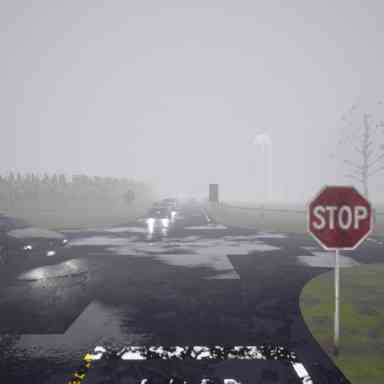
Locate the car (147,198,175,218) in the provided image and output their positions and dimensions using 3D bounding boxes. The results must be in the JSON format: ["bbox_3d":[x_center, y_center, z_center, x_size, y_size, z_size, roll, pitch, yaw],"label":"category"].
[{"bbox_3d":[-2.885,1.570,30.484,1.994,1.385,4.181,0,0,0],"label":"car"}]

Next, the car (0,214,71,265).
[{"bbox_3d":[-6.849,1.503,11.638,5.357,1.411,2.033,1,0,25],"label":"car"}]

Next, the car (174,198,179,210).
[{"bbox_3d":[-2.908,1.539,40.454,1.812,1.442,4.674,0,0,0],"label":"car"}]

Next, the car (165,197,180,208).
[{"bbox_3d":[-2.907,1.571,50.952,2.033,1.411,5.357,0,0,0],"label":"car"}]

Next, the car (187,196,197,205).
[{"bbox_3d":[0.000,1.586,61.155,2.033,1.411,5.357,0,0,0],"label":"car"}]

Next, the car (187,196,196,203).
[{"bbox_3d":[-0.122,1.580,71.605,1.812,1.442,4.674,0,0,0],"label":"car"}]
